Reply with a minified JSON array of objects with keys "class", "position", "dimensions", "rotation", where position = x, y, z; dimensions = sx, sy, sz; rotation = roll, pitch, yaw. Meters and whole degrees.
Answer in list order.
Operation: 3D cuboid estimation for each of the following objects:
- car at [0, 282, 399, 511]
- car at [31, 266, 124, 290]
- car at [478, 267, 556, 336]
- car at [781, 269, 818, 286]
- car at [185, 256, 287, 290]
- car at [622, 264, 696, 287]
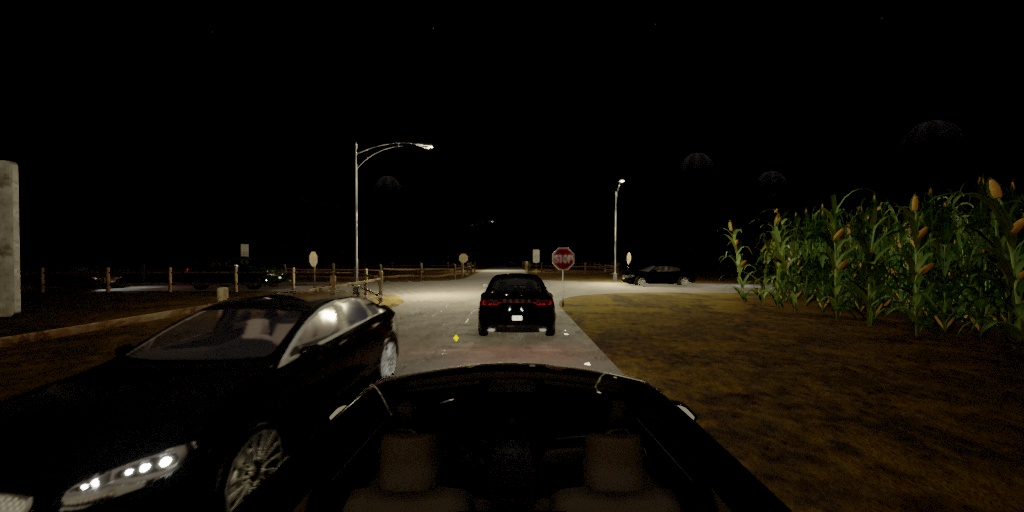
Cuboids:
[{"class":"car","position":[-2.823,1.240,4.204],"dimensions":[2.128,1.511,4.902],"rotation":[0,0,0]},{"class":"car","position":[-28.036,1.379,23.161],"dimensions":[4.674,1.442,1.812],"rotation":[0,1,1]},{"class":"car","position":[0.119,1.235,10.456],"dimensions":[1.882,1.535,5.008],"rotation":[0,0,0]},{"class":"car","position":[22.024,1.451,25.808],"dimensions":[4.902,1.511,2.128],"rotation":[1,1,0]},{"class":"car","position":[-17.704,1.044,23.093],"dimensions":[5.566,2.045,2.150],"rotation":[0,1,0]},{"class":"car","position":[10.456,1.336,25.695],"dimensions":[5.008,1.535,1.882],"rotation":[0,1,-3]}]
